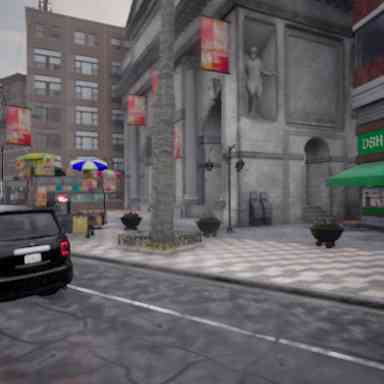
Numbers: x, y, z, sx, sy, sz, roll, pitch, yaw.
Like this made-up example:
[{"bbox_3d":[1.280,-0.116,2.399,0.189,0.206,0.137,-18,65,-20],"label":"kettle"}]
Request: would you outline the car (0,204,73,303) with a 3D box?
[{"bbox_3d":[-5.016,1.287,7.501,5.566,2.045,2.150,0,0,36],"label":"car"}]
